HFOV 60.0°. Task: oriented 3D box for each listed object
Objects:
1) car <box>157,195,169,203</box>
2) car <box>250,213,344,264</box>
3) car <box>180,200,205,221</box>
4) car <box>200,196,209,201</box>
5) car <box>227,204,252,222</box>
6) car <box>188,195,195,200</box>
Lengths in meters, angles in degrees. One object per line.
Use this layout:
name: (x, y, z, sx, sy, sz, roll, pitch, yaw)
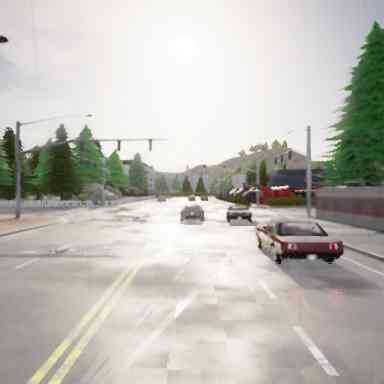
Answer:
car: (-7.017, 1.675, 77.722, 1.837, 1.490, 4.892, 0, 0, 0)
car: (3.535, 1.628, 11.963, 1.895, 1.301, 4.718, 0, 0, 0)
car: (0.042, 1.623, 27.900, 1.994, 1.385, 4.181, 0, 0, 0)
car: (3.480, 1.795, 89.959, 1.895, 1.301, 4.718, 0, 0, 0)
car: (3.788, 1.662, 26.894, 1.895, 1.301, 4.718, 0, 0, 6)
car: (-0.020, 1.726, 89.675, 2.128, 1.511, 4.902, 0, 0, 0)
